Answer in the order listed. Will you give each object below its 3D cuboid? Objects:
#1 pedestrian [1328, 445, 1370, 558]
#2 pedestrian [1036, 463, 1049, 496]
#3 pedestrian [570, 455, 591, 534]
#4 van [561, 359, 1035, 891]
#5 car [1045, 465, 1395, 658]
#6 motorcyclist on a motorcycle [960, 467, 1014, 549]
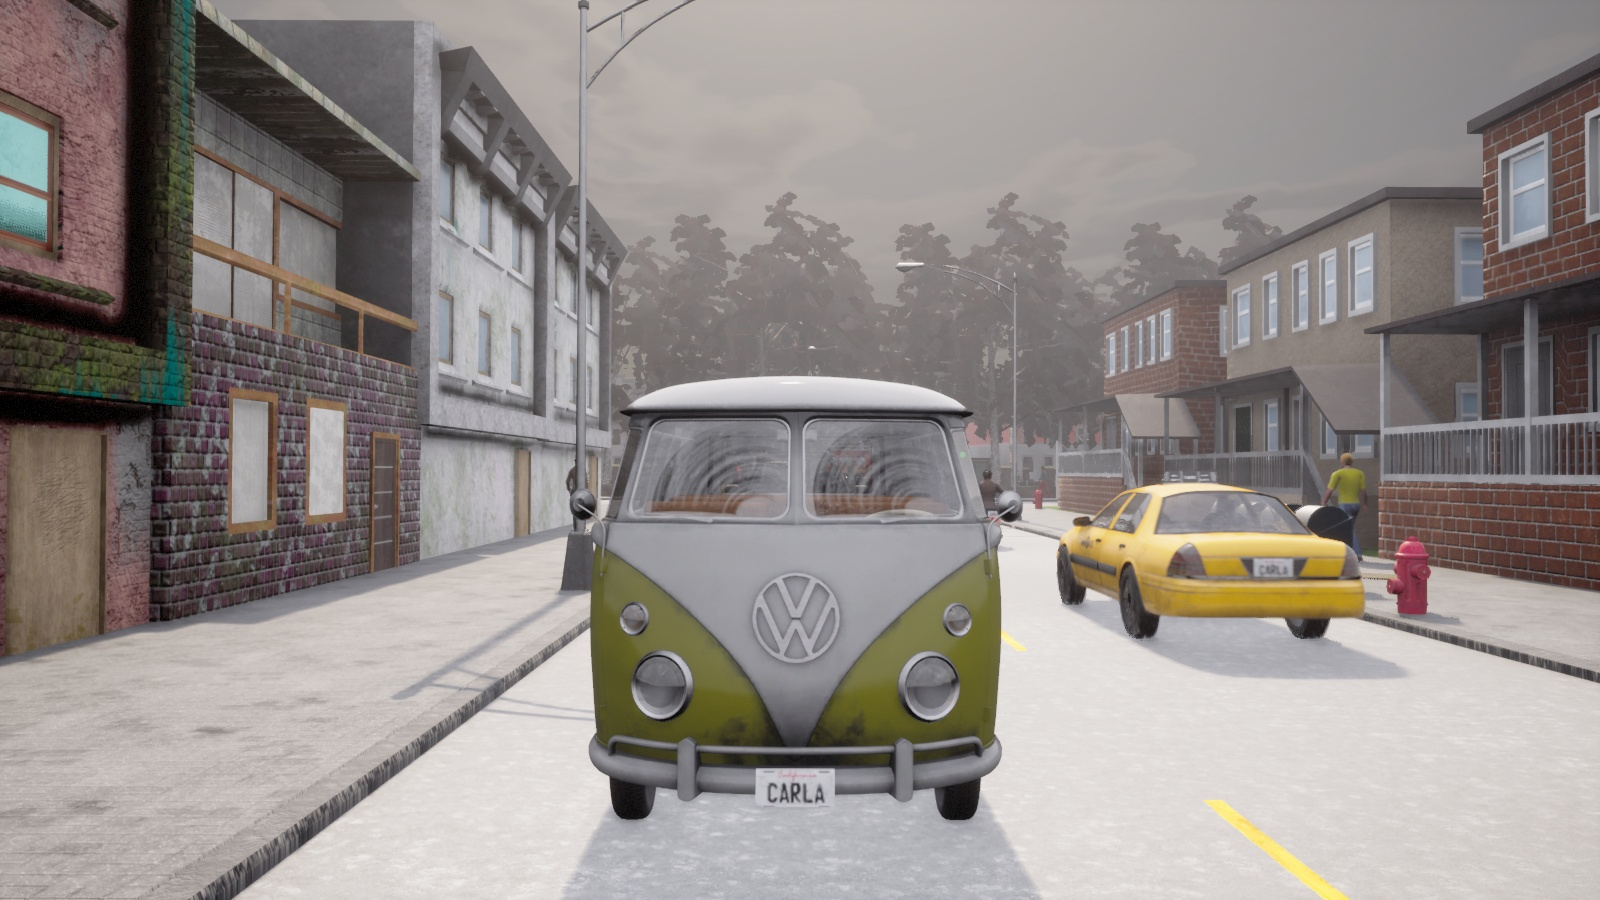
[{"bbox_3d":[9.057,0.835,20.729,0.354,1.836,0.706,0,-1,0],"label":"pedestrian"},{"bbox_3d":[13.387,1.632,69.321,0.614,1.847,0.353,0,-1,0],"label":"pedestrian"},{"bbox_3d":[-5.137,1.036,29.354,0.328,1.805,0.869,0,-1,1],"label":"pedestrian"},{"bbox_3d":[-0.016,0.681,6.938,1.775,1.987,4.442,0,-1,0],"label":"van"},{"bbox_3d":[3.971,0.955,12.987,1.801,1.575,5.366,0,-1,0],"label":"car"},{"bbox_3d":[3.942,1.195,26.635,0.766,1.649,2.350,0,-1,0],"label":"motorcyclist on a motorcycle"}]
